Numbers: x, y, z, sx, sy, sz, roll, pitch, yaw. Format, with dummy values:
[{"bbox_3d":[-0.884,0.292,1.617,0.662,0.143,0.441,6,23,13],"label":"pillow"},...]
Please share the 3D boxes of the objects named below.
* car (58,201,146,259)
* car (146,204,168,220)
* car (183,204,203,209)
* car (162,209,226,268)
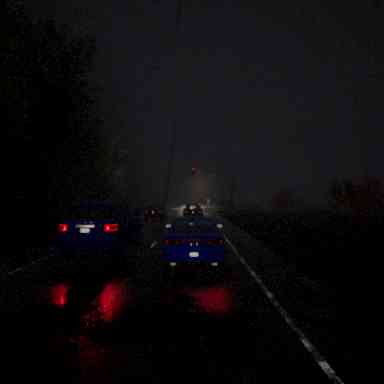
[{"bbox_3d":[-3.421,1.352,13.350,2.150,2.045,5.566,0,0,0],"label":"car"},{"bbox_3d":[-3.406,1.850,31.616,2.033,1.411,5.357,0,-1,0],"label":"car"},{"bbox_3d":[0.093,1.850,31.600,2.033,1.411,5.357,0,-1,0],"label":"car"},{"bbox_3d":[0.071,1.593,11.712,1.882,1.535,5.008,0,0,0],"label":"car"}]
